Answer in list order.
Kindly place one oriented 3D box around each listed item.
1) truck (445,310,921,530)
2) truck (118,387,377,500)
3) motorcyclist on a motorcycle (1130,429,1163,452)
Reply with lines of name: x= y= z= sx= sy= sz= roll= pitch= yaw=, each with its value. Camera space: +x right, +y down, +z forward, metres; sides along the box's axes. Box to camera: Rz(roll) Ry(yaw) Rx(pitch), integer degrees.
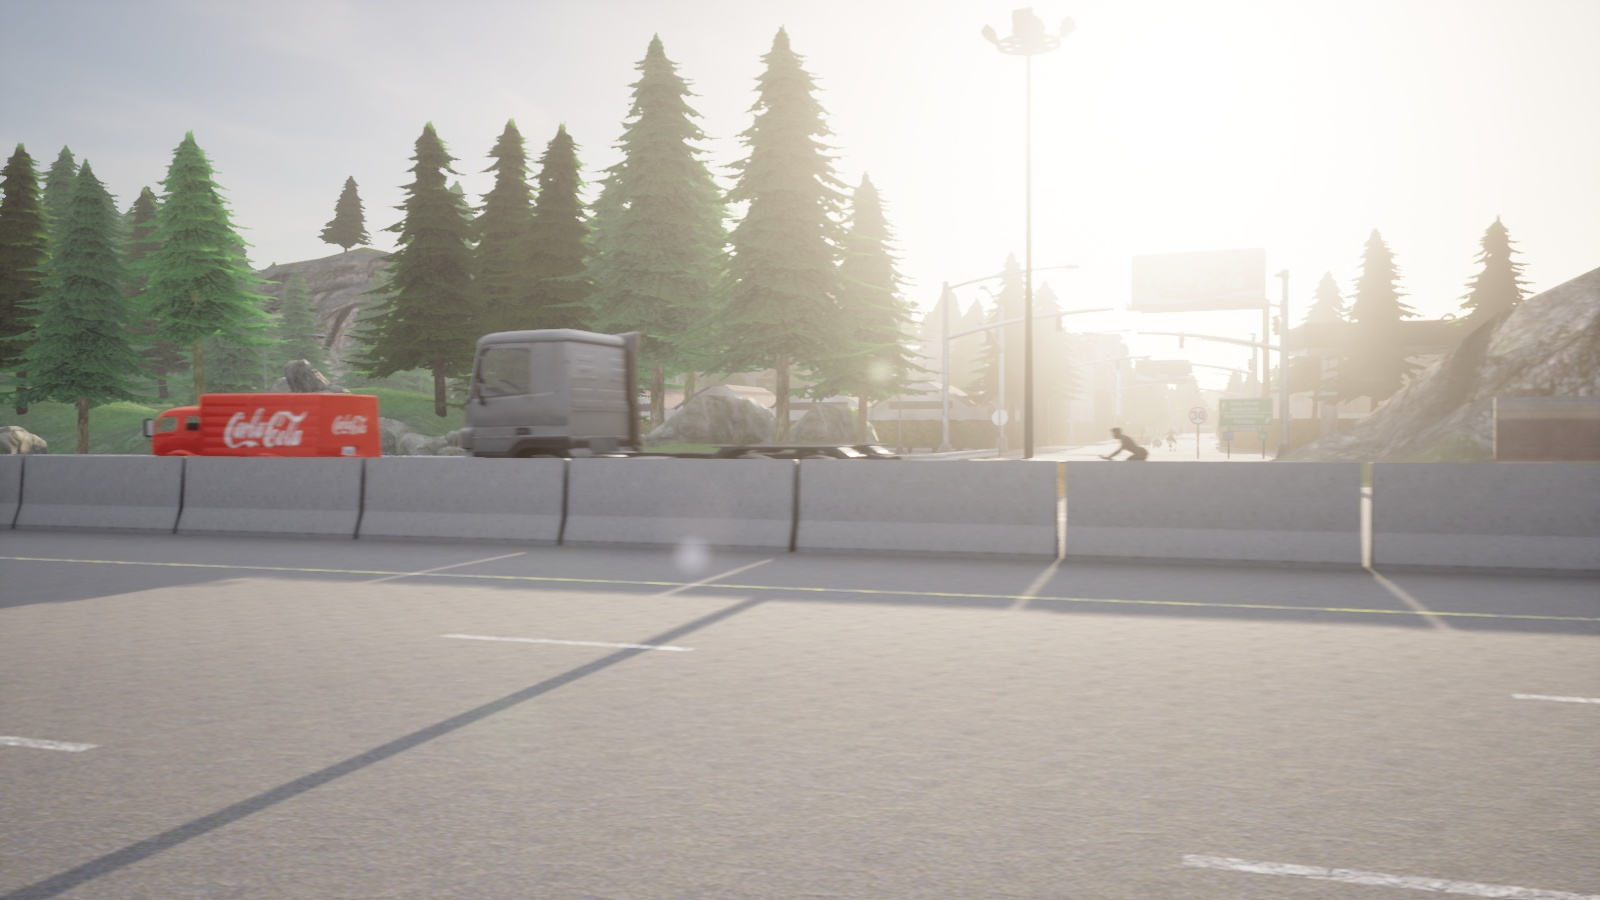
truck: x=-2.064 y=-0.521 z=22.336 sx=7.936 sy=3.462 sz=2.891 roll=1 pitch=1 yaw=19
truck: x=-13.032 y=-0.185 z=29.727 sx=5.204 sy=2.467 sz=2.627 roll=1 pitch=1 yaw=19
motorcyclist on a motorcycle: x=26.245 y=-0.716 z=95.106 sx=2.350 sy=1.649 sz=0.766 roll=1 pitch=2 yaw=18
